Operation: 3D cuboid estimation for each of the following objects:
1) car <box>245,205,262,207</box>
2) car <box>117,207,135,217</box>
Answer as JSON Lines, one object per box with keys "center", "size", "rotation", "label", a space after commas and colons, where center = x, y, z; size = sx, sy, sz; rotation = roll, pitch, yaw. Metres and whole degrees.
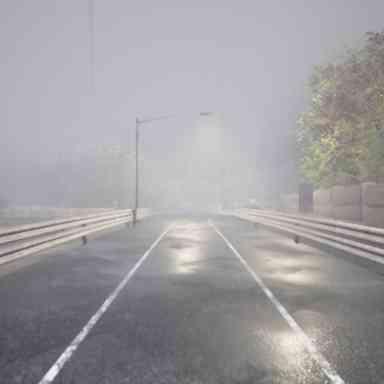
{"center": [15.072, 3.931, 81.284], "size": [2.097, 1.767, 4.553], "rotation": [-1, -2, 19], "label": "car"}
{"center": [-8.007, 2.608, 42.507], "size": [1.882, 1.535, 5.008], "rotation": [-2, -3, 42], "label": "car"}
